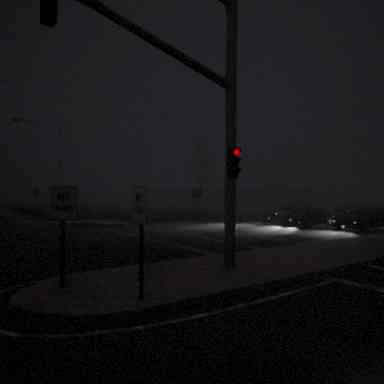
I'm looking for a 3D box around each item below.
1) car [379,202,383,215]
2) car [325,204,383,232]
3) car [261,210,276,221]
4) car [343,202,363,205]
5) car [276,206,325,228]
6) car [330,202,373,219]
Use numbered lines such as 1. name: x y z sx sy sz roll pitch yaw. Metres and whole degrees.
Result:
1. car: 24.595 1.931 39.831 4.892 1.490 1.837 1 0 -35
2. car: 11.435 1.765 21.940 5.357 1.411 2.033 1 0 -35
3. car: 8.008 1.826 28.077 4.718 1.301 1.895 1 0 -35
4. car: 15.532 1.796 29.088 4.892 1.490 1.837 1 0 -35
5. car: 8.420 1.769 24.092 4.181 1.385 1.994 1 0 -35
6. car: 16.308 1.831 33.921 4.892 1.490 1.837 1 0 -35
